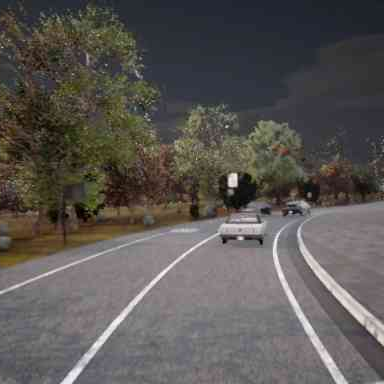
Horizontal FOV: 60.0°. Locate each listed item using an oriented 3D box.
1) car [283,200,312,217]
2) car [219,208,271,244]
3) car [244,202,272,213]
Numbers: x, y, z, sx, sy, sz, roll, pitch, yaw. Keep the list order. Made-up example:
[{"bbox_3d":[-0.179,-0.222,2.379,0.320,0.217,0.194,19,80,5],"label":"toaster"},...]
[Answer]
[{"bbox_3d":[10.338,1.568,32.597,1.837,1.490,4.892,-4,-2,32],"label":"car"},{"bbox_3d":[2.626,1.660,16.086,1.895,1.301,4.718,-1,-1,16],"label":"car"},{"bbox_3d":[6.363,1.722,32.738,2.128,1.511,4.902,-3,-2,32],"label":"car"}]
